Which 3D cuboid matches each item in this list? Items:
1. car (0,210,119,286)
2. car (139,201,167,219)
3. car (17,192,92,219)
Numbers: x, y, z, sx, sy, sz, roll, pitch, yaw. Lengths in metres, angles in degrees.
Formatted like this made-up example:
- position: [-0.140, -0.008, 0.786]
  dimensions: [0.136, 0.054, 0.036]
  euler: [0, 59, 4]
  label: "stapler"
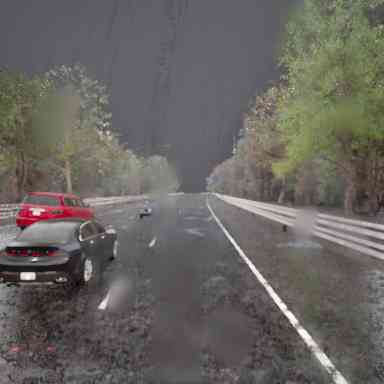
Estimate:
- position: [-3.370, 1.471, 9.270]
  dimensions: [1.837, 1.490, 4.892]
  euler: [0, 0, 0]
  label: "car"
- position: [-3.185, 1.445, 27.788]
  dimensions: [2.033, 1.411, 5.357]
  euler: [0, 0, 1]
  label: "car"
- position: [-6.718, 1.115, 17.081]
  dimensions: [2.150, 2.045, 5.566]
  euler: [4, -2, 1]
  label: "car"
